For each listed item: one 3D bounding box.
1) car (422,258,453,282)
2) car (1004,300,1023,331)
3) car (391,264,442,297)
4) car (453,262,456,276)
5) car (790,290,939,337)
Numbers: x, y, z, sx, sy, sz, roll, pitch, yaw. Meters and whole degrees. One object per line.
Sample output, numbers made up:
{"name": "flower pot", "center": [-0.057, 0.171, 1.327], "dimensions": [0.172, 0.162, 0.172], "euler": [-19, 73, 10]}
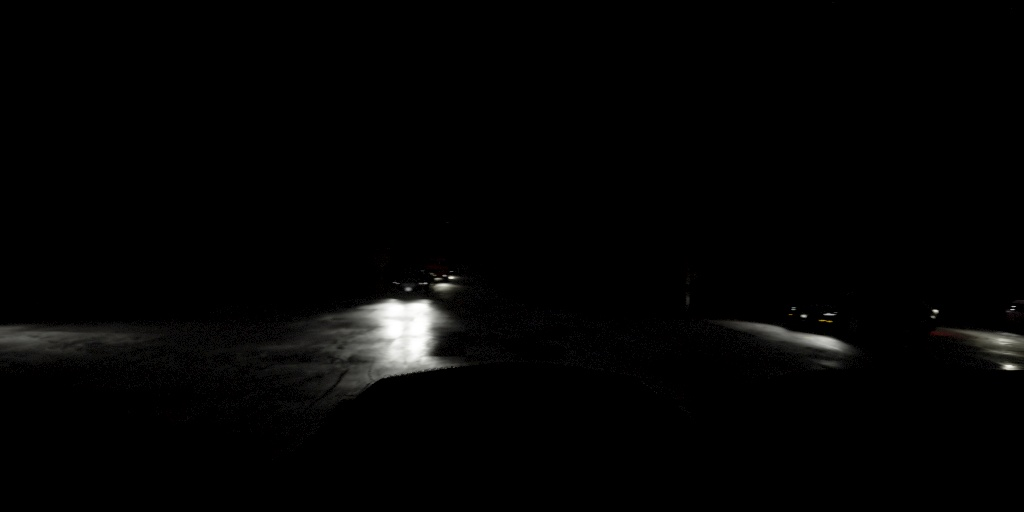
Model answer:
{"name": "car", "center": [-6.799, 1.243, 32.349], "dimensions": [2.150, 2.045, 5.566], "euler": [2, -1, -7]}
{"name": "car", "center": [23.606, 2.239, 14.601], "dimensions": [5.566, 2.045, 2.150], "euler": [3, -1, -7]}
{"name": "car", "center": [-5.250, 1.351, 19.604], "dimensions": [2.128, 1.511, 4.902], "euler": [2, -1, -7]}
{"name": "car", "center": [-8.443, 1.433, 45.926], "dimensions": [2.150, 2.045, 5.566], "euler": [2, -1, -7]}
{"name": "car", "center": [12.944, 2.032, 13.266], "dimensions": [4.892, 1.490, 1.837], "euler": [3, -1, -8]}
